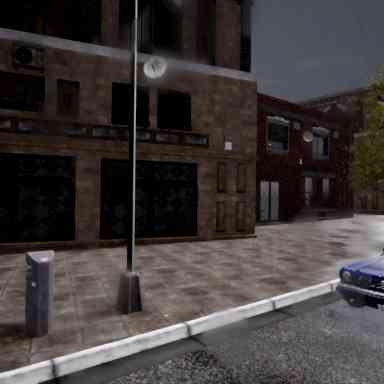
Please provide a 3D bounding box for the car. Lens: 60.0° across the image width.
[{"bbox_3d":[4.958,1.603,6.750,4.718,1.301,1.895,0,0,-37],"label":"car"}]
